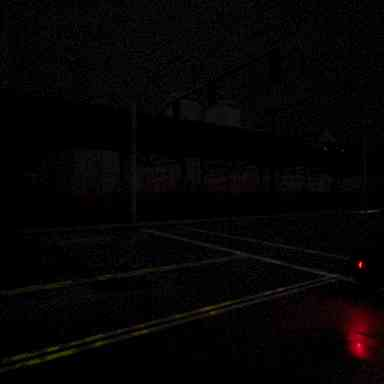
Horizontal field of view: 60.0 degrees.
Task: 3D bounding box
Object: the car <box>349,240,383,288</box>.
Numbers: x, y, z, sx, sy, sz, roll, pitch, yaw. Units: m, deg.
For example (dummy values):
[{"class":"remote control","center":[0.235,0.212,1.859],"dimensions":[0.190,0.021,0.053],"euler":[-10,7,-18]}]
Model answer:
[{"class":"car","center":[5.859,1.600,7.932],"dimensions":[4.718,1.301,1.895],"euler":[0,0,-35]}]
